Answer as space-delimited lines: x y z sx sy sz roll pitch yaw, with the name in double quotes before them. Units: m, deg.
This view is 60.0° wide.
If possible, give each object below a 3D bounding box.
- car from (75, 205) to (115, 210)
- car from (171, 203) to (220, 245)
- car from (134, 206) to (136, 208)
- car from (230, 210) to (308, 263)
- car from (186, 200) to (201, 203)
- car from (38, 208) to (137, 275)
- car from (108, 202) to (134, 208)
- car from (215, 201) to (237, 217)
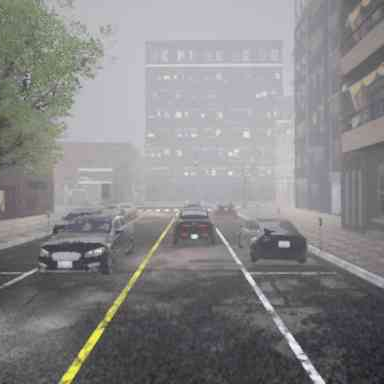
"car" -5.646 1.567 17.443 1.947 1.339 4.313 1 0 0
"car" 0.098 1.506 15.646 1.837 1.490 4.892 0 0 0
"car" -5.816 1.529 28.648 1.752 1.417 4.829 1 0 0
"car" 2.701 1.566 11.816 1.947 1.339 4.313 1 0 0
"car" 0.102 1.495 32.413 2.128 1.511 4.902 0 0 0
"car" -3.045 1.492 10.490 2.128 1.511 4.902 0 0 1
"car" -5.645 1.553 23.131 2.008 1.369 4.403 1 0 0
"car" 2.750 1.443 28.873 1.967 1.590 4.097 1 0 0
